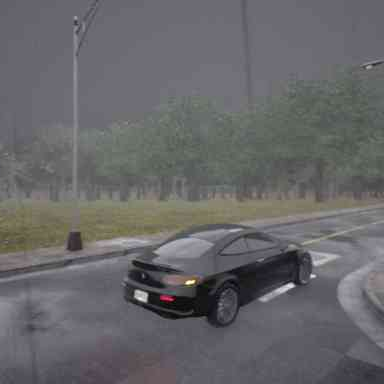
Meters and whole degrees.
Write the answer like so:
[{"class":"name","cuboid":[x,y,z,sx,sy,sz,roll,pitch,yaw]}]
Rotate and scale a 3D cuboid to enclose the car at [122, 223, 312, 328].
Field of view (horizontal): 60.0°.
[{"class":"car","cuboid":[0.774,1.375,6.769,1.812,1.442,4.674,2,2,43]}]
